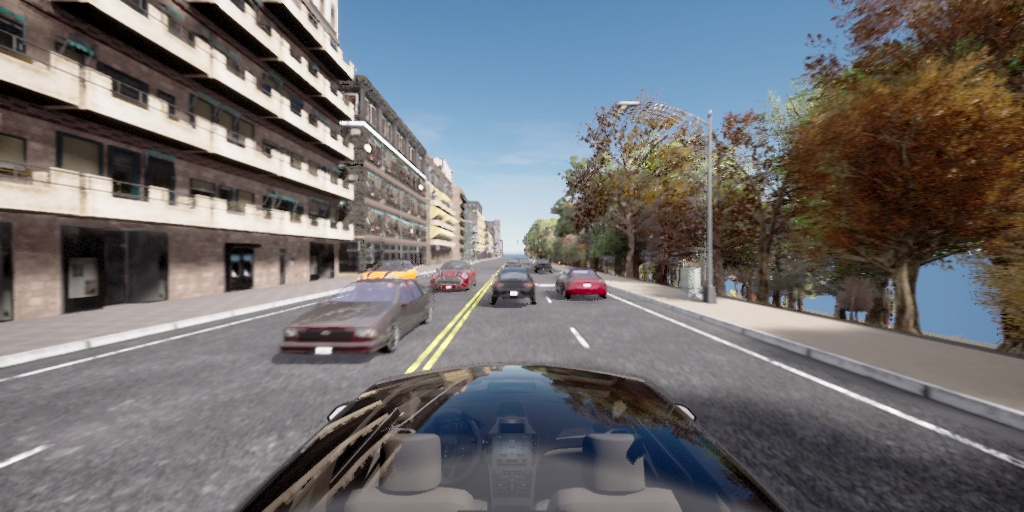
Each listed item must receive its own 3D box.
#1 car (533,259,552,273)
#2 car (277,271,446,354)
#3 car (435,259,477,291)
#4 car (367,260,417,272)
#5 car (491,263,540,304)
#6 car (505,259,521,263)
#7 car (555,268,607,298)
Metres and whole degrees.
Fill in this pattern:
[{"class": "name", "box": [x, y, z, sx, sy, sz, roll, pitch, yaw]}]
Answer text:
[{"class": "car", "box": [3.360, 1.124, 40.440, 1.837, 1.490, 4.892, 0, 1, 0]}, {"class": "car", "box": [-3.284, 1.272, 8.962, 2.033, 1.411, 5.357, 0, 0, 1]}, {"class": "car", "box": [-3.283, 1.037, 20.965, 2.097, 1.767, 4.553, 0, 0, 0]}, {"class": "car", "box": [-6.545, 1.040, 19.306, 2.097, 1.767, 4.553, 0, 0, 0]}, {"class": "car", "box": [0.072, 1.226, 15.823, 1.812, 1.442, 4.674, 0, 0, 0]}, {"class": "car", "box": [0.110, 1.108, 41.052, 2.128, 1.511, 4.902, 0, 0, 0]}, {"class": "car", "box": [3.334, 1.258, 17.879, 1.994, 1.385, 4.181, 0, 0, 0]}]
